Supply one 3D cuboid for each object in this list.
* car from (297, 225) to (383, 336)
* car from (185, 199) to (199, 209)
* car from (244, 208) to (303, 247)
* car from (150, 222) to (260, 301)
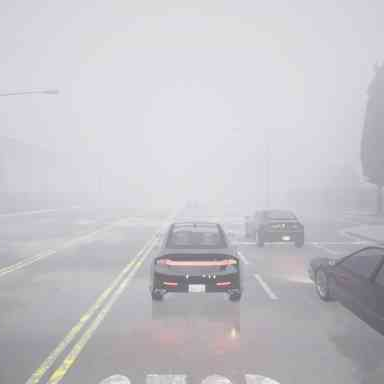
[{"bbox_3d":[3.589,1.547,5.267,2.033,1.411,5.357,0,0,0],"label":"car"},{"bbox_3d":[0.010,1.601,44.132,1.895,1.301,4.718,0,0,0],"label":"car"},{"bbox_3d":[3.568,1.505,15.014,1.837,1.490,4.892,0,0,0],"label":"car"},{"bbox_3d":[0.083,1.492,8.313,2.128,1.511,4.902,0,0,0],"label":"car"}]
